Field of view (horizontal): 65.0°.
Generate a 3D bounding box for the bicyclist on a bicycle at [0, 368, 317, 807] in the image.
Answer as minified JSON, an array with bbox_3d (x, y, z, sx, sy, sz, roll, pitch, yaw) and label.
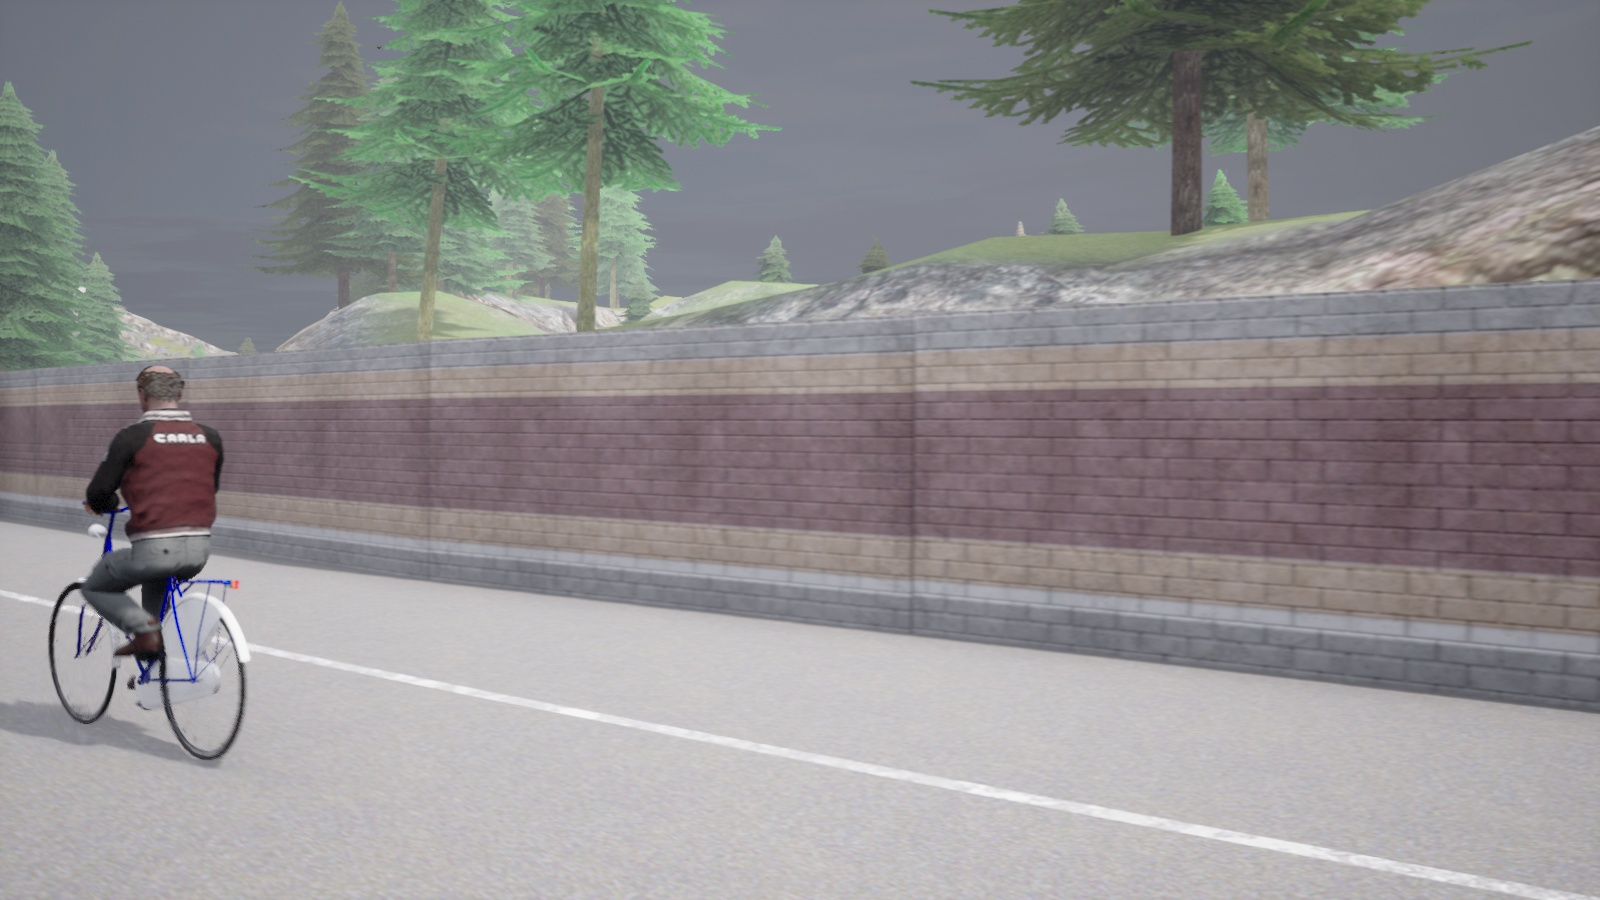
[{"bbox_3d":[-3.106,0.551,5.889,1.843,1.776,0.659,0,1,36],"label":"bicyclist on a bicycle"}]
